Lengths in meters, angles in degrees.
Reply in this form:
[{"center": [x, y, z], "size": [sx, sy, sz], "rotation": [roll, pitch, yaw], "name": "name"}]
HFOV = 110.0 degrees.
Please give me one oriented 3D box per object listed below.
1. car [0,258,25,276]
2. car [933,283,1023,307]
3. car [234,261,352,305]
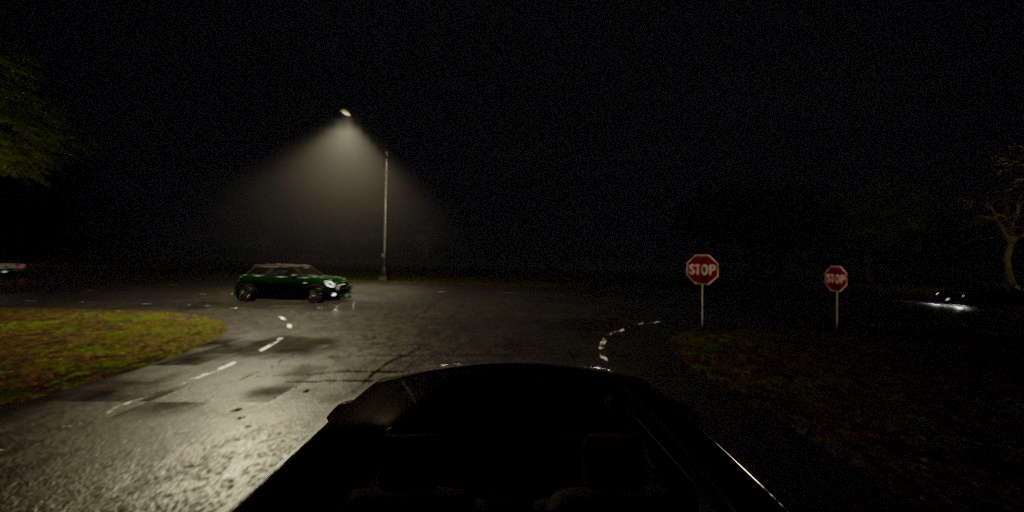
[{"center": [-35.228, 0.682, 23.350], "size": [4.718, 1.301, 1.895], "rotation": [1, 1, 0], "name": "car"}, {"center": [30.780, 2.475, 23.114], "size": [5.357, 1.411, 2.033], "rotation": [2, 1, 0], "name": "car"}, {"center": [-9.748, 1.155, 16.296], "size": [4.553, 1.767, 2.097], "rotation": [1, 0, 0], "name": "car"}]
